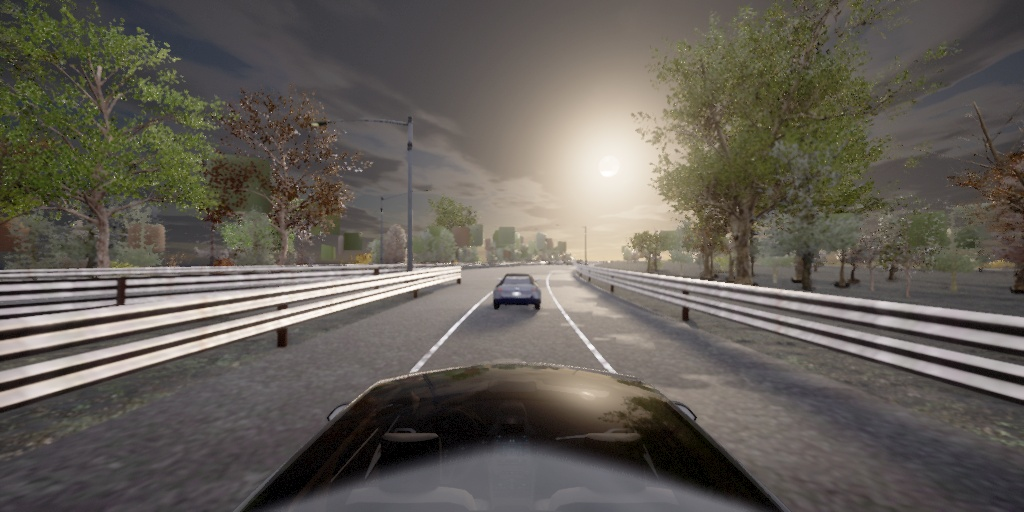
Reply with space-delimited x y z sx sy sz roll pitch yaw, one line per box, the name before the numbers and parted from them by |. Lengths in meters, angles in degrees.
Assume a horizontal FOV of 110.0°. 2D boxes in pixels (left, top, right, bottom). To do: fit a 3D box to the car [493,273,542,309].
car | 0.269 1.439 15.807 1.994 1.385 4.181 0 0 3
